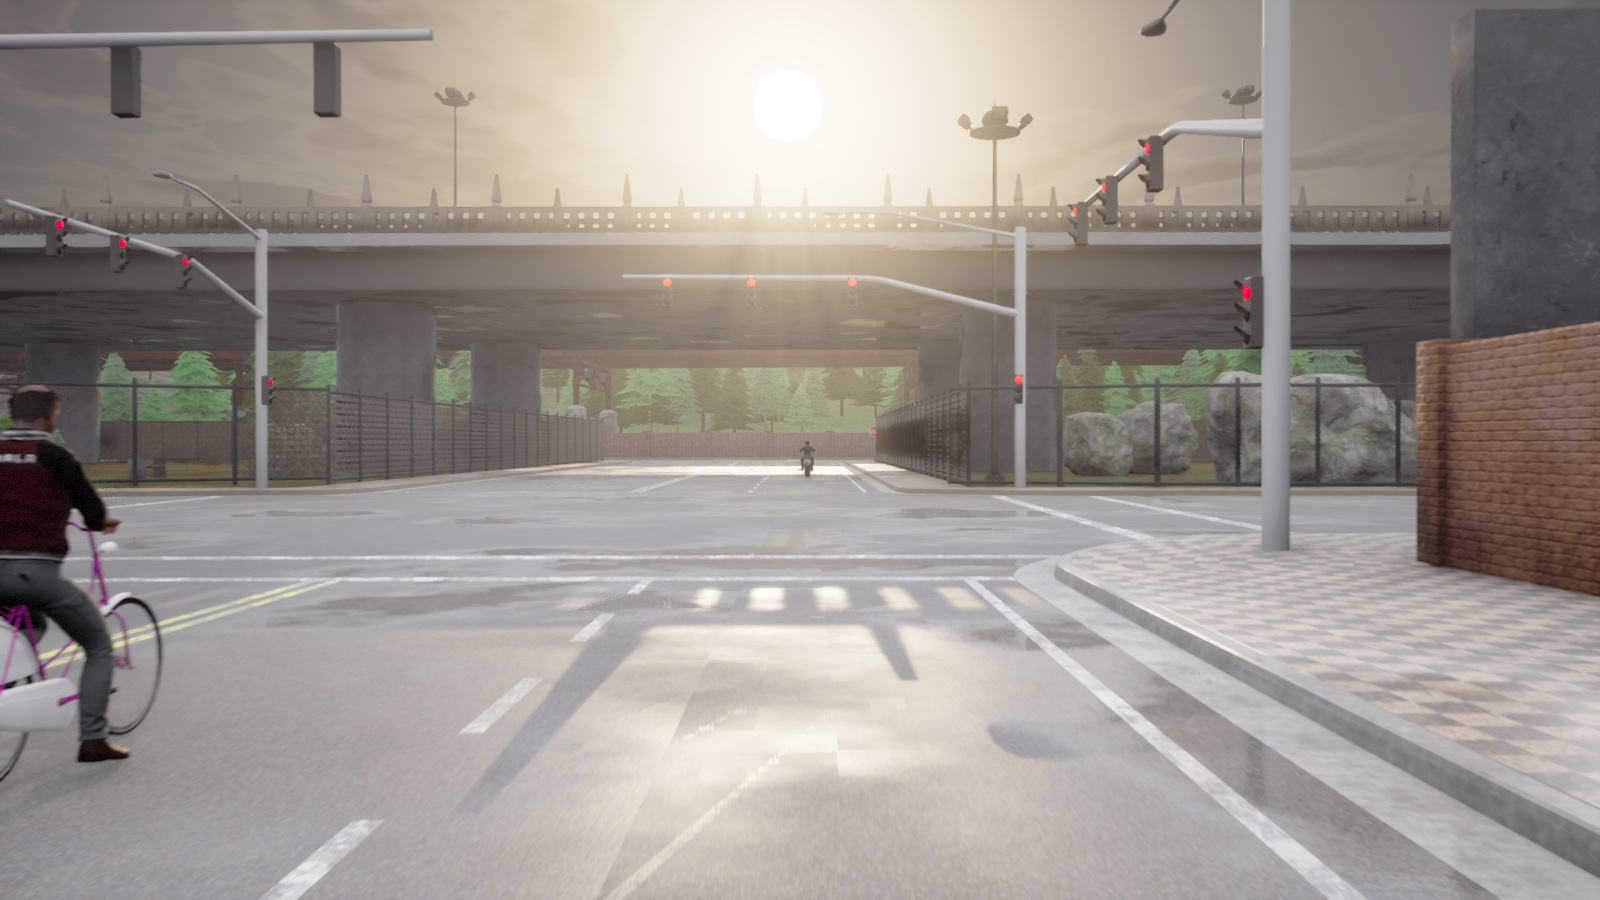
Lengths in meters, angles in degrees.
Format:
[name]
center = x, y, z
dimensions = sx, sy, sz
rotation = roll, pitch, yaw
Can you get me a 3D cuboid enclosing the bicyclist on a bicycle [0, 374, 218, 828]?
[bicyclist on a bicycle]
center = -3.452, 0.582, 5.794
dimensions = 0.659, 1.776, 1.843
rotation = 0, 1, 0
